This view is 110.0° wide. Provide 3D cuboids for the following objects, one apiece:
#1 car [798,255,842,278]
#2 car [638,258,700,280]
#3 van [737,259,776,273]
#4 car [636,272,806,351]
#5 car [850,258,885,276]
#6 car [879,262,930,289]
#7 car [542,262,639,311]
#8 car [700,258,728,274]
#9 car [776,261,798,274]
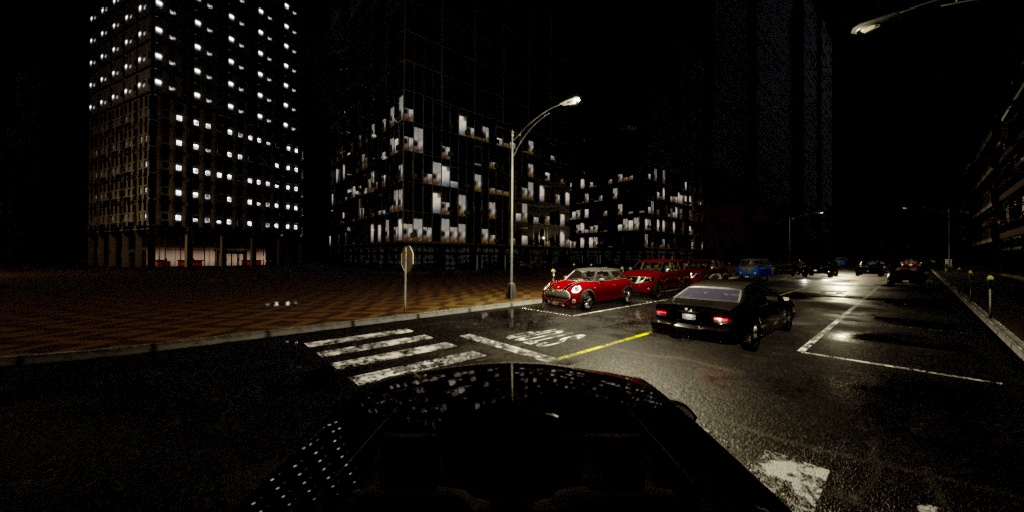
[{"bbox_3d":[29.825,0.966,34.642,5.566,2.045,2.150,0,0,-42],"label":"car"},{"bbox_3d":[7.294,1.070,18.233,5.009,1.841,2.192,0,0,-42],"label":"car"},{"bbox_3d":[19.962,1.094,29.480,3.998,1.789,1.690,0,0,-42],"label":"van"},{"bbox_3d":[5.517,1.299,9.047,5.357,1.411,2.033,0,0,-42],"label":"car"},{"bbox_3d":[35.547,1.230,35.589,4.902,1.511,2.128,0,0,-42],"label":"car"},{"bbox_3d":[25.540,1.298,23.226,4.403,1.370,2.007,0,0,-42],"label":"car"},{"bbox_3d":[3.072,1.195,14.484,4.097,1.591,1.967,0,0,-42],"label":"car"},{"bbox_3d":[11.517,1.070,21.982,5.009,1.841,2.192,0,0,-42],"label":"car"},{"bbox_3d":[28.407,1.328,36.978,4.207,1.307,1.802,0,0,-42],"label":"car"}]
